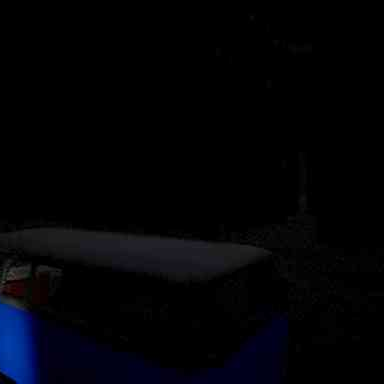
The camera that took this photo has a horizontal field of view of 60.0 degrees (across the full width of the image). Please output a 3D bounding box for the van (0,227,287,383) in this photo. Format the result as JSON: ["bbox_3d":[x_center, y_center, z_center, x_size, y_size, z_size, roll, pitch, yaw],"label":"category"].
[{"bbox_3d":[-0.995,1.362,3.669,3.998,1.788,1.690,-1,0,35],"label":"van"}]
